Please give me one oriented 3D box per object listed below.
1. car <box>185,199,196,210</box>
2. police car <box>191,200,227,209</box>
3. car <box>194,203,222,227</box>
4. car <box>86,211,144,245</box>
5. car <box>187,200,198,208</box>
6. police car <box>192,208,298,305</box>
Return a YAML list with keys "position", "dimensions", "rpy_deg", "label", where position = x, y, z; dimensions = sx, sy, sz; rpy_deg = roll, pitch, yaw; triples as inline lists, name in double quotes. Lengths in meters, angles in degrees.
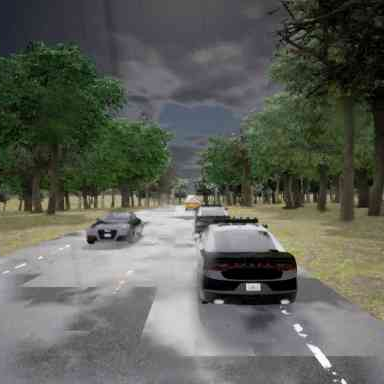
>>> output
- position: [0.089, 1.739, 46.235]
  dimensions: [1.882, 1.535, 5.008]
  rpy_deg: [0, -1, 1]
  label: "car"
- position: [1.068, 1.474, 18.309]
  dimensions: [1.930, 1.638, 5.238]
  rpy_deg: [0, 0, 0]
  label: "police car"
- position: [1.074, 1.608, 24.199]
  dimensions: [1.812, 1.442, 4.674]
  rpy_deg: [0, 0, 0]
  label: "car"
- position: [-3.485, 1.600, 15.693]
  dimensions: [1.994, 1.385, 4.181]
  rpy_deg: [0, 0, 0]
  label: "car"
- position: [0.060, 2.147, 60.726]
  dimensions: [1.895, 1.301, 4.718]
  rpy_deg: [0, -1, 0]
  label: "car"
- position: [1.058, 1.436, 8.307]
  dimensions: [1.930, 1.638, 5.238]
  rpy_deg: [0, 0, 0]
  label: "police car"
